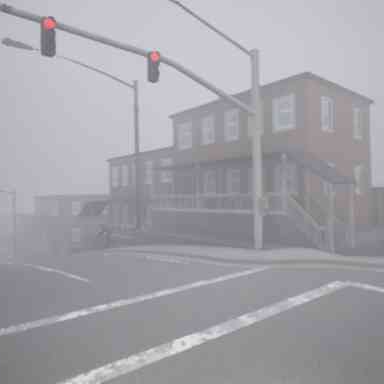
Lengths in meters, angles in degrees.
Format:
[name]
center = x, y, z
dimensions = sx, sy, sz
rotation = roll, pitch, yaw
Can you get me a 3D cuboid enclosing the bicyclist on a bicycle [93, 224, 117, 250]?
[bicyclist on a bicycle]
center = -5.602, 2.857, 21.348
dimensions = 1.656, 1.620, 0.582
rotation = -1, -8, -39
